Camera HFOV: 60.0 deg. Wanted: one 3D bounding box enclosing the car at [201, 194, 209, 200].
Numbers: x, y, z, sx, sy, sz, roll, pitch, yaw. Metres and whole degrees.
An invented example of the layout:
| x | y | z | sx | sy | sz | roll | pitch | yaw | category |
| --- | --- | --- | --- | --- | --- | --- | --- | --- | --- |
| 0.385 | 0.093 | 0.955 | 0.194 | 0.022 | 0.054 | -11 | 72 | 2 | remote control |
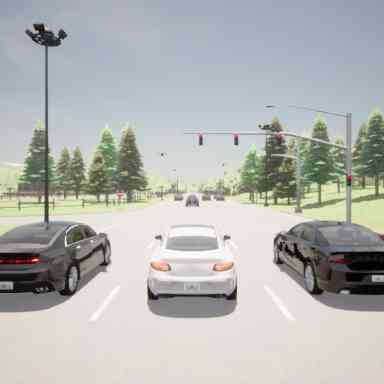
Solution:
| x | y | z | sx | sy | sz | roll | pitch | yaw | category |
| --- | --- | --- | --- | --- | --- | --- | --- | --- | --- |
| 3.612 | 1.370 | 93.183 | 2.033 | 1.411 | 5.357 | 0 | 0 | 0 | car |

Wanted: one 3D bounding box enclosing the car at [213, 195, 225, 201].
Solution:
| x | y | z | sx | sy | sz | roll | pitch | yaw | category |
| --- | --- | --- | --- | --- | --- | --- | --- | --- | --- |
| 7.100 | 1.515 | 82.759 | 2.128 | 1.511 | 4.902 | 0 | 0 | 0 | car |

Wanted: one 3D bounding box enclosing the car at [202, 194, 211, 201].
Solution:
| x | y | z | sx | sy | sz | roll | pitch | yaw | category |
| --- | --- | --- | --- | --- | --- | --- | --- | --- | --- |
| 3.600 | 1.346 | 83.150 | 2.097 | 1.767 | 4.553 | 0 | 0 | 0 | car |

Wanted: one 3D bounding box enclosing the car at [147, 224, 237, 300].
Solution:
| x | y | z | sx | sy | sz | roll | pitch | yaw | category |
| --- | --- | --- | --- | --- | --- | --- | --- | --- | --- |
| 0.016 | 1.526 | 8.252 | 1.812 | 1.442 | 4.674 | 0 | 0 | 0 | car |

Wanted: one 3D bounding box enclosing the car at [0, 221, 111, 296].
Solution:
| x | y | z | sx | sy | sz | roll | pitch | yaw | category |
| --- | --- | --- | --- | --- | --- | --- | --- | --- | --- |
| -3.479 | 1.505 | 8.646 | 1.837 | 1.490 | 4.892 | 0 | 0 | 0 | car |

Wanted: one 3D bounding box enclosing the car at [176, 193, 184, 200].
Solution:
| x | y | z | sx | sy | sz | roll | pitch | yaw | category |
| --- | --- | --- | --- | --- | --- | --- | --- | --- | --- |
| -3.388 | 1.186 | 93.162 | 2.097 | 1.767 | 4.553 | 0 | 0 | 0 | car |

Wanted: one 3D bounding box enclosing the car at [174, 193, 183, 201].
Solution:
| x | y | z | sx | sy | sz | roll | pitch | yaw | category |
| --- | --- | --- | --- | --- | --- | --- | --- | --- | --- |
| -3.400 | 1.542 | 83.155 | 1.994 | 1.385 | 4.181 | 0 | 0 | 0 | car |

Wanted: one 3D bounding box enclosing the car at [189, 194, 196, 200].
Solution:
| x | y | z | sx | sy | sz | roll | pitch | yaw | category |
| --- | --- | --- | --- | --- | --- | --- | --- | --- | --- |
| 0.112 | 1.330 | 93.188 | 1.837 | 1.490 | 4.892 | 0 | 0 | 0 | car |

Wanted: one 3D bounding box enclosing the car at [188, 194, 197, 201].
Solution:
| x | y | z | sx | sy | sz | roll | pitch | yaw | category |
| --- | --- | --- | --- | --- | --- | --- | --- | --- | --- |
| 0.100 | 1.346 | 83.154 | 2.097 | 1.767 | 4.553 | 0 | 0 | 0 | car |

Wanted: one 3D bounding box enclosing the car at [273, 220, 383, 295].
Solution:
| x | y | z | sx | sy | sz | roll | pitch | yaw | category |
| --- | --- | --- | --- | --- | --- | --- | --- | --- | --- |
| 3.522 | 1.477 | 8.743 | 1.882 | 1.535 | 5.008 | 0 | 0 | 0 | car |

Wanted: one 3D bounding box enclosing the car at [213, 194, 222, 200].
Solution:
| x | y | z | sx | sy | sz | roll | pitch | yaw | category |
| --- | --- | --- | --- | --- | --- | --- | --- | --- | --- |
| 7.112 | 1.383 | 93.179 | 1.994 | 1.385 | 4.181 | 0 | 0 | 0 | car |

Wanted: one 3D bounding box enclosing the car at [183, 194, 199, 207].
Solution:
| x | y | z | sx | sy | sz | roll | pitch | yaw | category |
| --- | --- | --- | --- | --- | --- | --- | --- | --- | --- |
| 0.063 | 1.351 | 52.125 | 2.097 | 1.767 | 4.553 | 0 | 0 | 0 | car |
